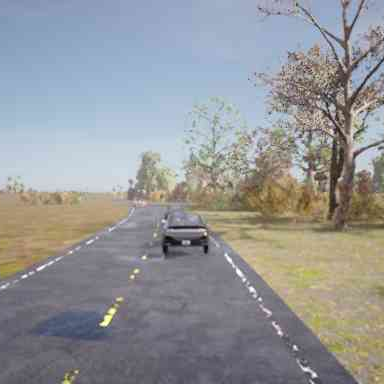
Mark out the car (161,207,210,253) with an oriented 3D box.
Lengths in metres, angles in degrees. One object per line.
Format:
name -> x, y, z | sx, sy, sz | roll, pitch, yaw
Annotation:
car -> -0.322, 1.627, 14.371 | 2.128, 1.511, 4.902 | 0, 0, -3

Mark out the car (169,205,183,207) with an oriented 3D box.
car -> -1.447, 1.839, 29.465 | 1.994, 1.385, 4.181 | 0, 0, -6

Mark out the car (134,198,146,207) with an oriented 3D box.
car -> -9.750, 1.919, 61.898 | 2.097, 1.767, 4.553 | 0, -1, -12
